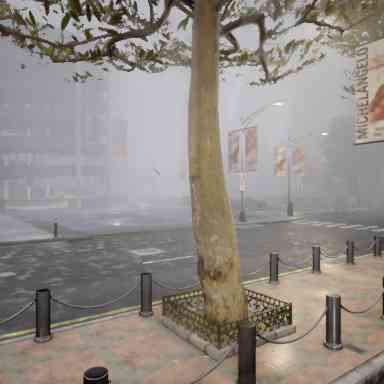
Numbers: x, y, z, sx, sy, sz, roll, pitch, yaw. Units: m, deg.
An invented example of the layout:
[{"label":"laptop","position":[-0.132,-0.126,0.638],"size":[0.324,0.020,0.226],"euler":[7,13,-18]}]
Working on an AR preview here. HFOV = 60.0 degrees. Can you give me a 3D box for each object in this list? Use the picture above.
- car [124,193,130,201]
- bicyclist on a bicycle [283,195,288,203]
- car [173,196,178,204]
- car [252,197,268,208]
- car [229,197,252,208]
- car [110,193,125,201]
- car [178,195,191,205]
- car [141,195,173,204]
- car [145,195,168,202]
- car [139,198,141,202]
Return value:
[{"label":"car","position":[-17.888,1.165,81.215],"size":[5.566,2.045,2.150],"euler":[0,0,11]},{"label":"bicyclist on a bicycle","position":[17.566,1.300,62.343],"size":[1.656,1.620,0.582],"euler":[0,0,-36]},{"label":"car","position":[-3.883,1.492,65.615],"size":[4.902,1.511,2.128],"euler":[0,0,43]},{"label":"car","position":[8.967,1.478,49.519],"size":[1.882,1.535,5.008],"euler":[0,0,-37]},{"label":"car","position":[5.660,1.547,48.129],"size":[2.033,1.411,5.357],"euler":[0,0,-36]},{"label":"car","position":[-18.821,1.545,77.841],"size":[4.718,1.301,1.895],"euler":[0,0,11]},{"label":"car","position":[0.177,1.352,55.536],"size":[2.097,1.767,4.553],"euler":[0,0,-38]},{"label":"car","position":[-6.645,1.547,63.391],"size":[5.357,1.411,2.033],"euler":[0,0,41]},{"label":"car","position":[-8.332,1.525,77.517],"size":[4.902,1.511,2.128],"euler":[0,0,26]},{"label":"car","position":[-9.545,1.524,74.216],"size":[4.674,1.442,1.812],"euler":[0,0,26]}]
